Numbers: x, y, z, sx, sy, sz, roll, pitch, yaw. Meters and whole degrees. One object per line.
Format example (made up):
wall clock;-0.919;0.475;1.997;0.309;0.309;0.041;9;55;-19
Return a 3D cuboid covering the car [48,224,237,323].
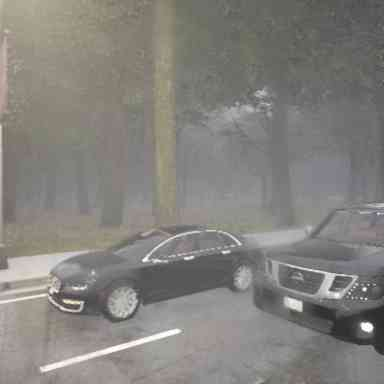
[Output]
car;-0.514;1.514;7.312;4.892;1.490;1.837;0;0;-36

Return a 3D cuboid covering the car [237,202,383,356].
car;3.679;1.238;6.310;5.566;2.045;2.150;0;0;-36
